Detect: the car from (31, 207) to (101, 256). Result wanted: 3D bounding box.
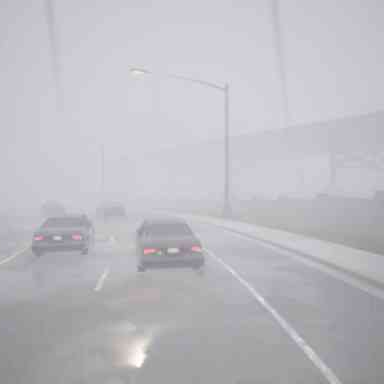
[{"bbox_3d":[-4.957,1.564,13.336,2.033,1.411,5.357,0,0,-13],"label":"car"}]

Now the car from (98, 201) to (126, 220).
[{"bbox_3d":[-6.983,1.539,28.551,1.812,1.442,4.674,-1,0,-27],"label":"car"}]

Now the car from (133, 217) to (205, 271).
[{"bbox_3d":[-0.919,1.541,10.966,2.033,1.411,5.357,0,0,-10],"label":"car"}]

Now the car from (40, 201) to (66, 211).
[{"bbox_3d":[-13.980,1.612,33.600,1.812,1.442,4.674,-1,0,-32],"label":"car"}]
